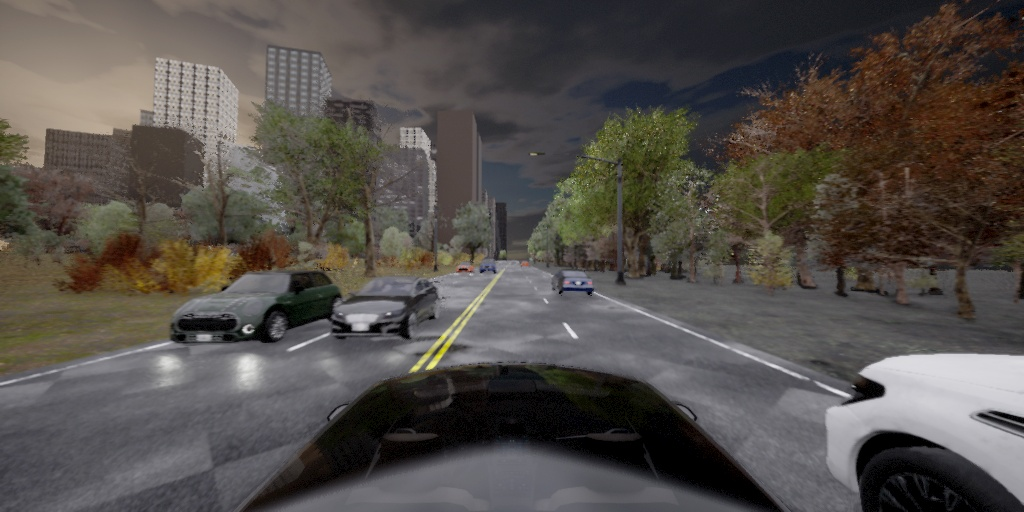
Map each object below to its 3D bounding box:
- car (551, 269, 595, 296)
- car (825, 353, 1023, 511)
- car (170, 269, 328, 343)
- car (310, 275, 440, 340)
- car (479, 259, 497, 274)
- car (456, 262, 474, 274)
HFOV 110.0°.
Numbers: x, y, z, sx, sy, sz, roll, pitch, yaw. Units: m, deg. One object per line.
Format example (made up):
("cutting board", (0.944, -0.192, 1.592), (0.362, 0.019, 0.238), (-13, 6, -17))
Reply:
("car", (3.376, 1.446, 20.724), (2.033, 1.411, 5.357), (1, -1, 0))
("car", (3.365, 0.931, 0.216), (2.150, 2.045, 5.566), (0, -2, 0))
("car", (-6.600, 1.185, 9.937), (2.097, 1.767, 4.553), (0, -1, 0))
("car", (-3.351, 1.329, 10.385), (2.128, 1.511, 4.902), (0, -1, 0))
("car", (-3.329, 1.437, 50.545), (2.150, 2.045, 5.566), (0, 0, 0))
("car", (-6.578, 1.569, 50.703), (2.097, 1.767, 4.553), (0, 0, 0))
